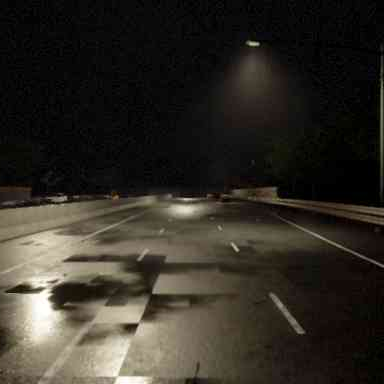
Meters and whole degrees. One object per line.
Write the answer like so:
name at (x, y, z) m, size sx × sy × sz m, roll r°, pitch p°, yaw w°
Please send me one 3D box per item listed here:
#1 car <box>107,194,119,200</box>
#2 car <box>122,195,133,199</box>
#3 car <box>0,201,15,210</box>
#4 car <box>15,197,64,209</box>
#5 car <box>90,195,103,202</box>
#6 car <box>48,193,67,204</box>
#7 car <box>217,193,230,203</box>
car at (-17.496, 1.249, 73.651) m, size 1.882 × 1.535 × 5.008 m, roll 0°, pitch 0°, yaw 0°
car at (-13.996, 1.421, 72.616) m, size 1.837 × 1.490 × 4.892 m, roll 0°, pitch 0°, yaw 0°
car at (-17.584, 1.566, 32.513) m, size 1.994 × 1.385 × 4.181 m, roll 0°, pitch 0°, yaw 0°
car at (-14.090, 1.508, 31.123) m, size 1.837 × 1.490 × 4.892 m, roll 0°, pitch 0°, yaw 0°
car at (-20.996, 1.426, 73.032) m, size 2.128 × 1.511 × 4.902 m, roll 0°, pitch 0°, yaw 0°
car at (-24.506, 1.233, 60.166) m, size 2.150 × 2.045 × 5.566 m, roll 0°, pitch 0°, yaw 0°
car at (7.004, 1.494, 71.681) m, size 1.882 × 1.535 × 5.008 m, roll 0°, pitch 0°, yaw 0°
